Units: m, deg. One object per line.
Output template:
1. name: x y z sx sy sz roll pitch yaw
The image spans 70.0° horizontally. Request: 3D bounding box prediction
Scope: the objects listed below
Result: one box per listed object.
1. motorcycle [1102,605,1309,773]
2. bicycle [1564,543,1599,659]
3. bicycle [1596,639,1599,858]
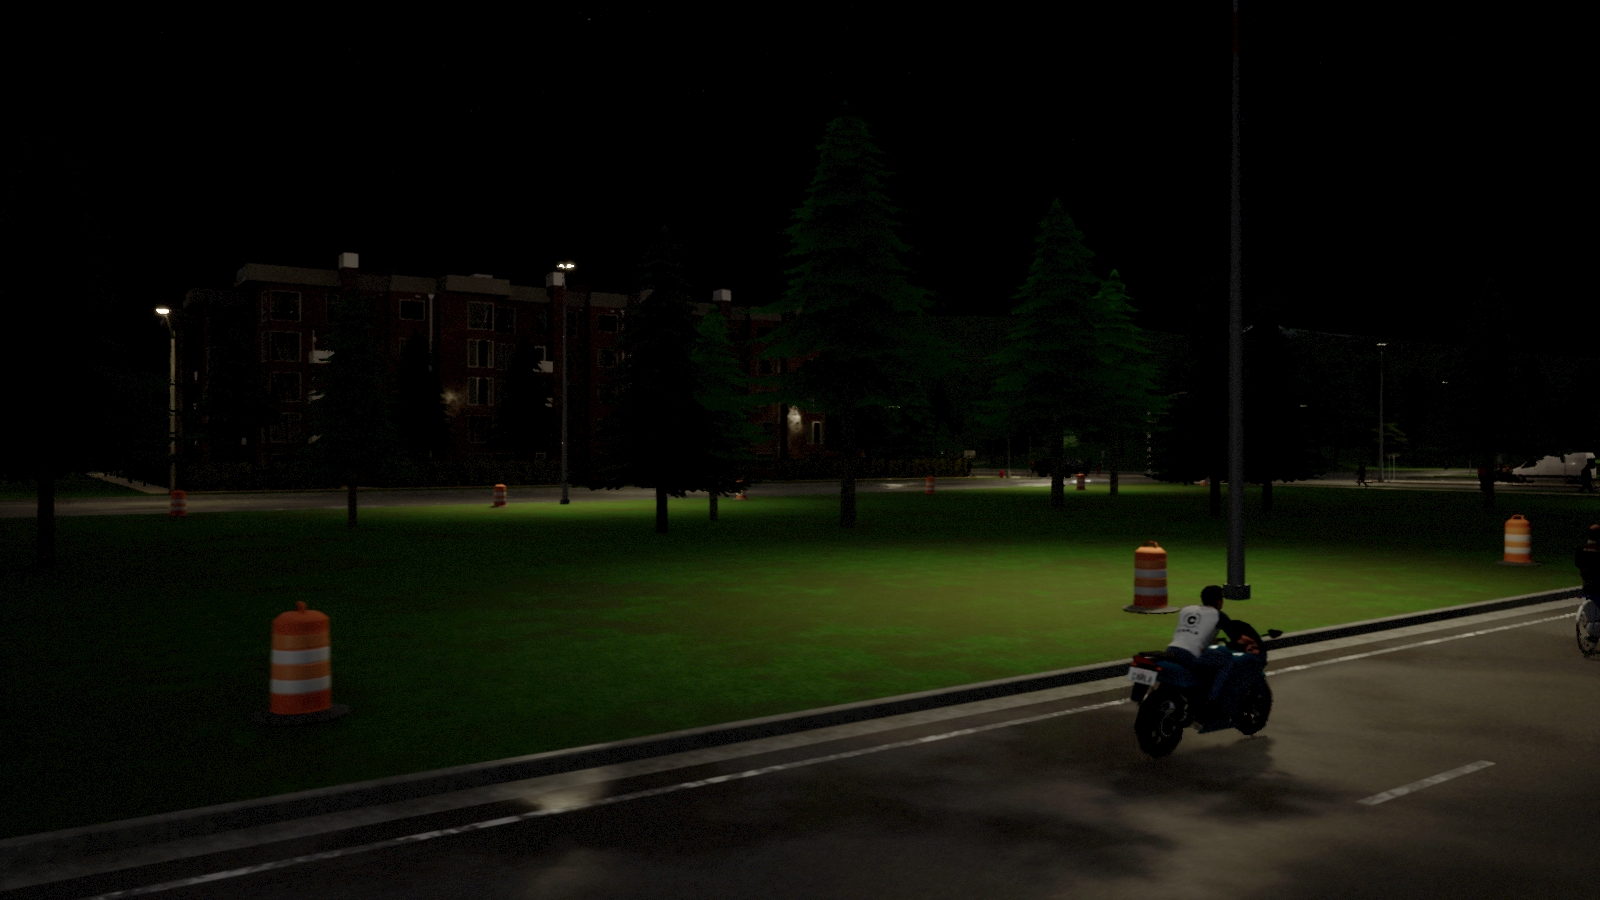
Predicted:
1. motorcycle: 3.840 2.181 10.746 2.033 1.199 0.803 0 0 -35
2. bicycle: 11.234 2.051 15.928 1.835 1.471 0.329 0 0 -35
3. bicycle: 6.246 2.051 8.157 1.643 1.496 0.373 0 0 -35
